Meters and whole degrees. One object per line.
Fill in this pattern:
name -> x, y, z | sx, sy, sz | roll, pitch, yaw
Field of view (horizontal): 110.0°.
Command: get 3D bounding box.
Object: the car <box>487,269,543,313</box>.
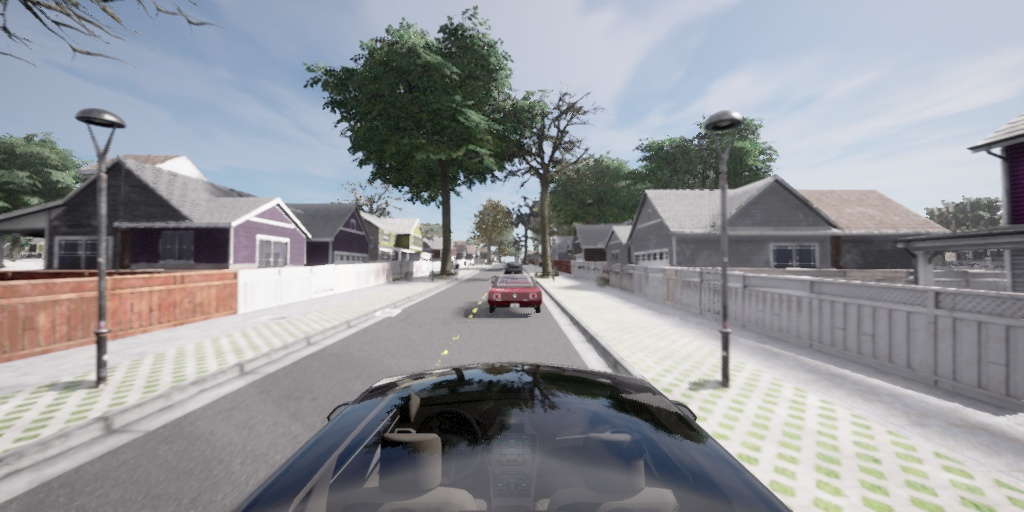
car -> 0.104, 1.364, 14.145 | 1.895, 1.301, 4.718 | 0, 0, 0

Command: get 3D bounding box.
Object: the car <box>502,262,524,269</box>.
car -> 0.109, 1.328, 36.073 | 1.837, 1.490, 4.892 | 0, 0, 0
